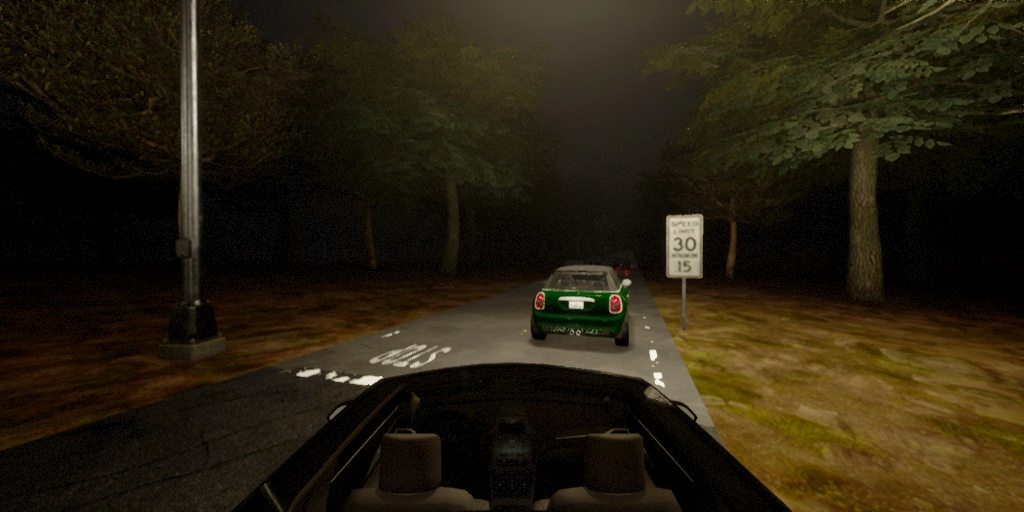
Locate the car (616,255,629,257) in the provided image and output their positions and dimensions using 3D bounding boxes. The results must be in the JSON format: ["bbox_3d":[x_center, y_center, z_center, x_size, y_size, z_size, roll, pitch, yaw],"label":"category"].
[{"bbox_3d":[12.665,0.716,41.342,2.128,1.511,4.902,0,1,19],"label":"car"}]

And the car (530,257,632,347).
[{"bbox_3d":[2.002,1.015,9.467,2.097,1.767,4.553,0,1,18],"label":"car"}]
